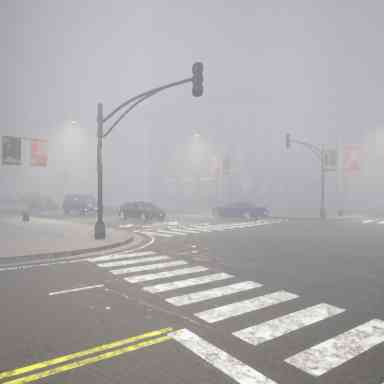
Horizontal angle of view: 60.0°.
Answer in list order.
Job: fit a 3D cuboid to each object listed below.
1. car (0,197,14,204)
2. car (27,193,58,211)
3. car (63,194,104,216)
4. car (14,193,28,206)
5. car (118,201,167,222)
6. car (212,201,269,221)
[{"bbox_3d":[-33.616,1.532,61.001,1.994,1.385,4.181,0,0,-45],"label":"car"},{"bbox_3d":[-18.109,1.333,40.569,2.097,1.767,4.553,0,0,-45],"label":"car"},{"bbox_3d":[-11.021,1.207,33.446,2.150,2.045,5.566,0,0,-45],"label":"car"},{"bbox_3d":[-26.039,1.198,53.402,5.566,2.045,2.150,0,0,45],"label":"car"},{"bbox_3d":[-4.013,1.495,26.412,1.837,1.490,4.892,0,0,-44],"label":"car"},{"bbox_3d":[3.923,1.478,27.653,5.008,1.535,1.882,0,0,44],"label":"car"}]
